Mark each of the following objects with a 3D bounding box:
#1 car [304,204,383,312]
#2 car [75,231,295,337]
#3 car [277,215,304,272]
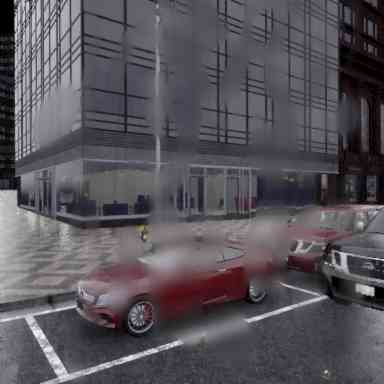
[{"bbox_3d":[5.034,1.221,6.957,5.566,2.045,2.150,0,0,-35],"label":"car"},{"bbox_3d":[-0.099,1.582,6.575,4.206,1.307,1.802,0,0,-35],"label":"car"},{"bbox_3d":[4.322,1.315,9.721,5.009,1.841,2.192,0,0,-35],"label":"car"}]
